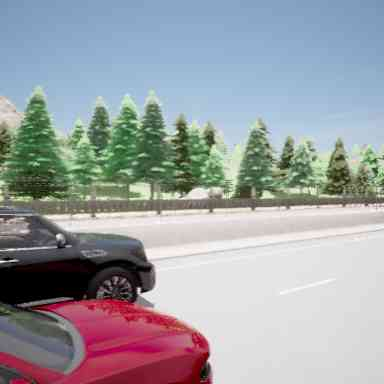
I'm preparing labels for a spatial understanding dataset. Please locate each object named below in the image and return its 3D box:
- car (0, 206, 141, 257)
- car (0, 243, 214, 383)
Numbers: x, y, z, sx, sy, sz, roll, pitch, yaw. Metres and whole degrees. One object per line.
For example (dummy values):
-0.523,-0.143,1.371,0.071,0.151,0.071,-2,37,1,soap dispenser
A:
-3.376,1.223,5.637,5.566,2.045,2.150,0,0,-36,car
-2.087,1.476,2.258,5.008,1.535,1.882,0,0,-36,car
